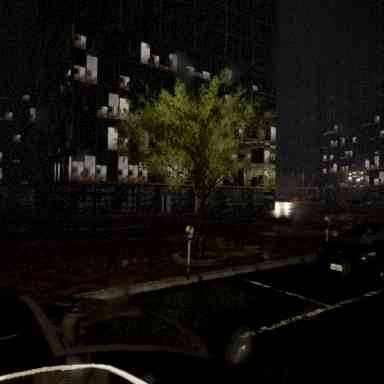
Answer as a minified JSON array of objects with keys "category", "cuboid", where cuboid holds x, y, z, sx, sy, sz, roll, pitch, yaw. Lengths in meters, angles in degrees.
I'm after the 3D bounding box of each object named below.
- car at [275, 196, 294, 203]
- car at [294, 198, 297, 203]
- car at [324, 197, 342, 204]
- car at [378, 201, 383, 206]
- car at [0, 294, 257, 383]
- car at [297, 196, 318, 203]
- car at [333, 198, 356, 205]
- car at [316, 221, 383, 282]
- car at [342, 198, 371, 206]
[{"category":"car","cuboid":[21.931,1.799,80.287,1.967,1.590,4.097,1,-1,-20]},{"category":"car","cuboid":[27.392,2.127,88.273,1.802,1.307,4.206,1,-1,-20]},{"category":"car","cuboid":[27.707,1.692,64.537,1.967,1.590,4.097,1,-1,-20]},{"category":"car","cuboid":[36.965,1.894,62.171,1.752,1.417,4.829,1,-1,-20]},{"category":"car","cuboid":[-1.738,1.504,1.617,4.892,1.490,1.837,0,0,-35]},{"category":"car","cuboid":[29.322,1.825,83.024,2.192,1.841,5.009,1,-1,-20]},{"category":"car","cuboid":[33.171,1.989,72.517,2.008,1.369,4.403,1,-1,-20]},{"category":"car","cuboid":[5.555,1.574,9.817,4.313,1.339,1.947,0,1,-34]},{"category":"car","cuboid":[29.631,1.767,59.285,2.008,1.369,4.403,1,-1,-20]}]
